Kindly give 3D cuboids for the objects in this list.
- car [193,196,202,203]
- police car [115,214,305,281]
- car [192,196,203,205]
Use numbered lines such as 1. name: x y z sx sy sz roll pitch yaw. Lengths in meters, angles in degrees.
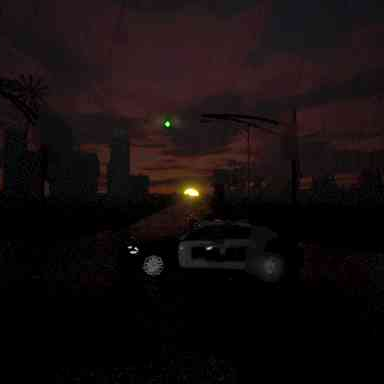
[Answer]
1. car: 1.164 1.545 68.875 1.837 1.490 4.892 0 0 1
2. police car: 0.514 1.482 9.563 5.238 1.638 1.930 1 -1 1
3. car: 0.982 1.577 58.455 2.033 1.411 5.357 0 0 1
